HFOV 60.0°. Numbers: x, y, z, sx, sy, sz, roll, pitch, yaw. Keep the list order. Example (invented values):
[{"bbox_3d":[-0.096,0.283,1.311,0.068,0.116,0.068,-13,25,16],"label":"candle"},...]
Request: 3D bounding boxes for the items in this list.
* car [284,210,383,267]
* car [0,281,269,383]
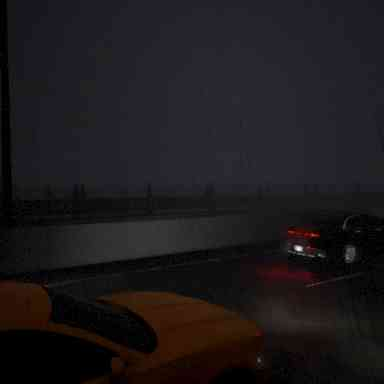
[{"bbox_3d":[5.201,1.349,10.809,4.892,1.490,1.837,-1,0,-29],"label":"car"},{"bbox_3d":[-1.567,1.474,2.483,5.008,1.535,1.882,-1,0,-35],"label":"car"}]
